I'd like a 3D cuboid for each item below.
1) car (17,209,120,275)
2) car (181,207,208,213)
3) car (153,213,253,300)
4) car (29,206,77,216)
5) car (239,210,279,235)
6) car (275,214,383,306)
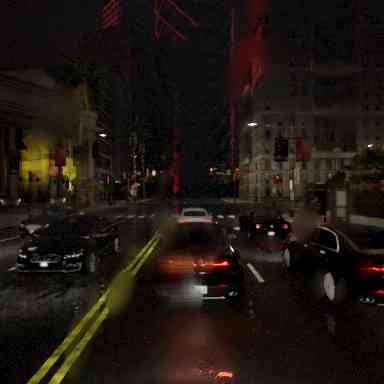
[{"bbox_3d":[-3.574,1.504,10.476,1.837,1.490,4.892,0,0,0],"label":"car"},{"bbox_3d":[0.119,1.524,17.478,1.812,1.442,4.674,0,0,0],"label":"car"},{"bbox_3d":[0.120,1.505,8.378,1.837,1.490,4.892,0,0,0],"label":"car"},{"bbox_3d":[-7.031,1.492,17.175,2.128,1.511,4.902,0,0,1],"label":"car"},{"bbox_3d":[3.622,1.600,17.372,1.895,1.301,4.718,0,0,0],"label":"car"},{"bbox_3d":[3.623,1.504,7.976,1.837,1.490,4.892,0,0,0],"label":"car"}]
